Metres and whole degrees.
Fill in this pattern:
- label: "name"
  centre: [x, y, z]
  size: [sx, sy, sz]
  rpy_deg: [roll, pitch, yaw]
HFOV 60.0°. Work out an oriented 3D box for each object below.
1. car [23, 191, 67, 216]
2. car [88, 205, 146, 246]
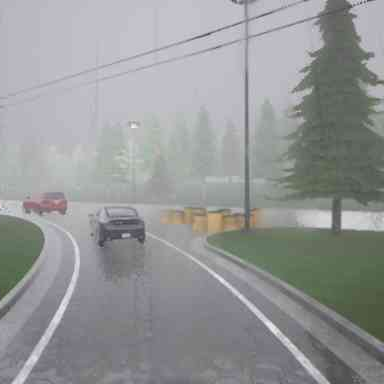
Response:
- label: "car"
  centre: [-12.882, 0.969, 29.112]
  size: [2.150, 2.045, 5.566]
  rpy_deg: [-1, 1, -43]
- label: "car"
  centre: [-3.395, 1.360, 14.697]
  size: [1.837, 1.490, 4.892]
  rpy_deg: [0, 1, -23]
